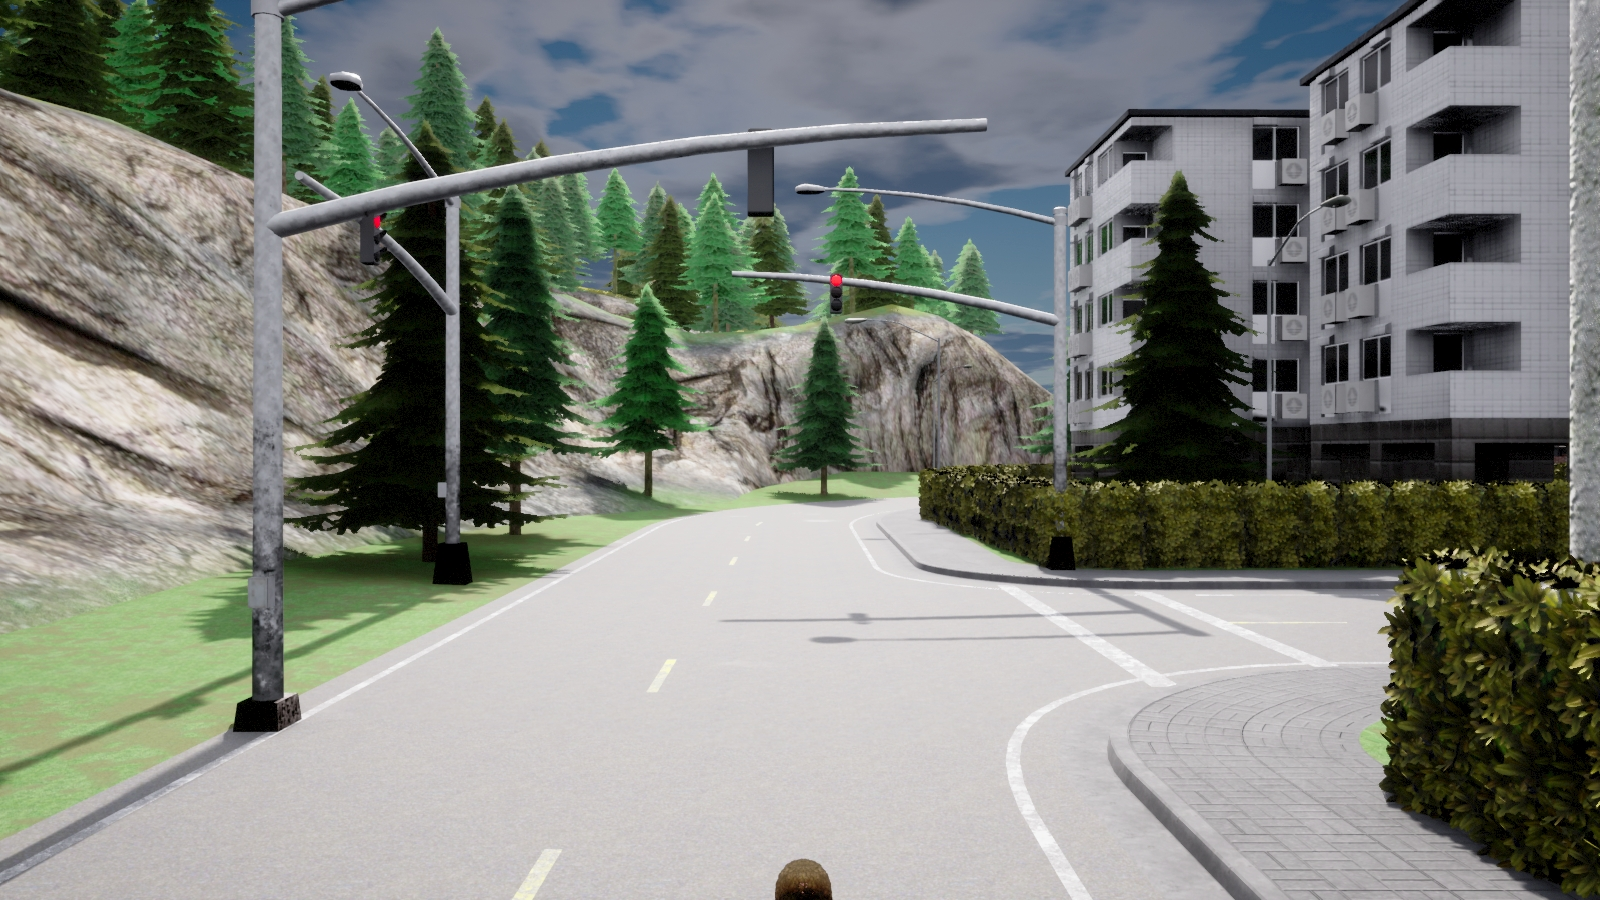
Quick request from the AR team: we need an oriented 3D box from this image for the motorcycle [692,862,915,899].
[{"bbox_3d":[0.010,2.193,3.477,0.803,1.145,2.033,0,0,0],"label":"motorcycle"}]
